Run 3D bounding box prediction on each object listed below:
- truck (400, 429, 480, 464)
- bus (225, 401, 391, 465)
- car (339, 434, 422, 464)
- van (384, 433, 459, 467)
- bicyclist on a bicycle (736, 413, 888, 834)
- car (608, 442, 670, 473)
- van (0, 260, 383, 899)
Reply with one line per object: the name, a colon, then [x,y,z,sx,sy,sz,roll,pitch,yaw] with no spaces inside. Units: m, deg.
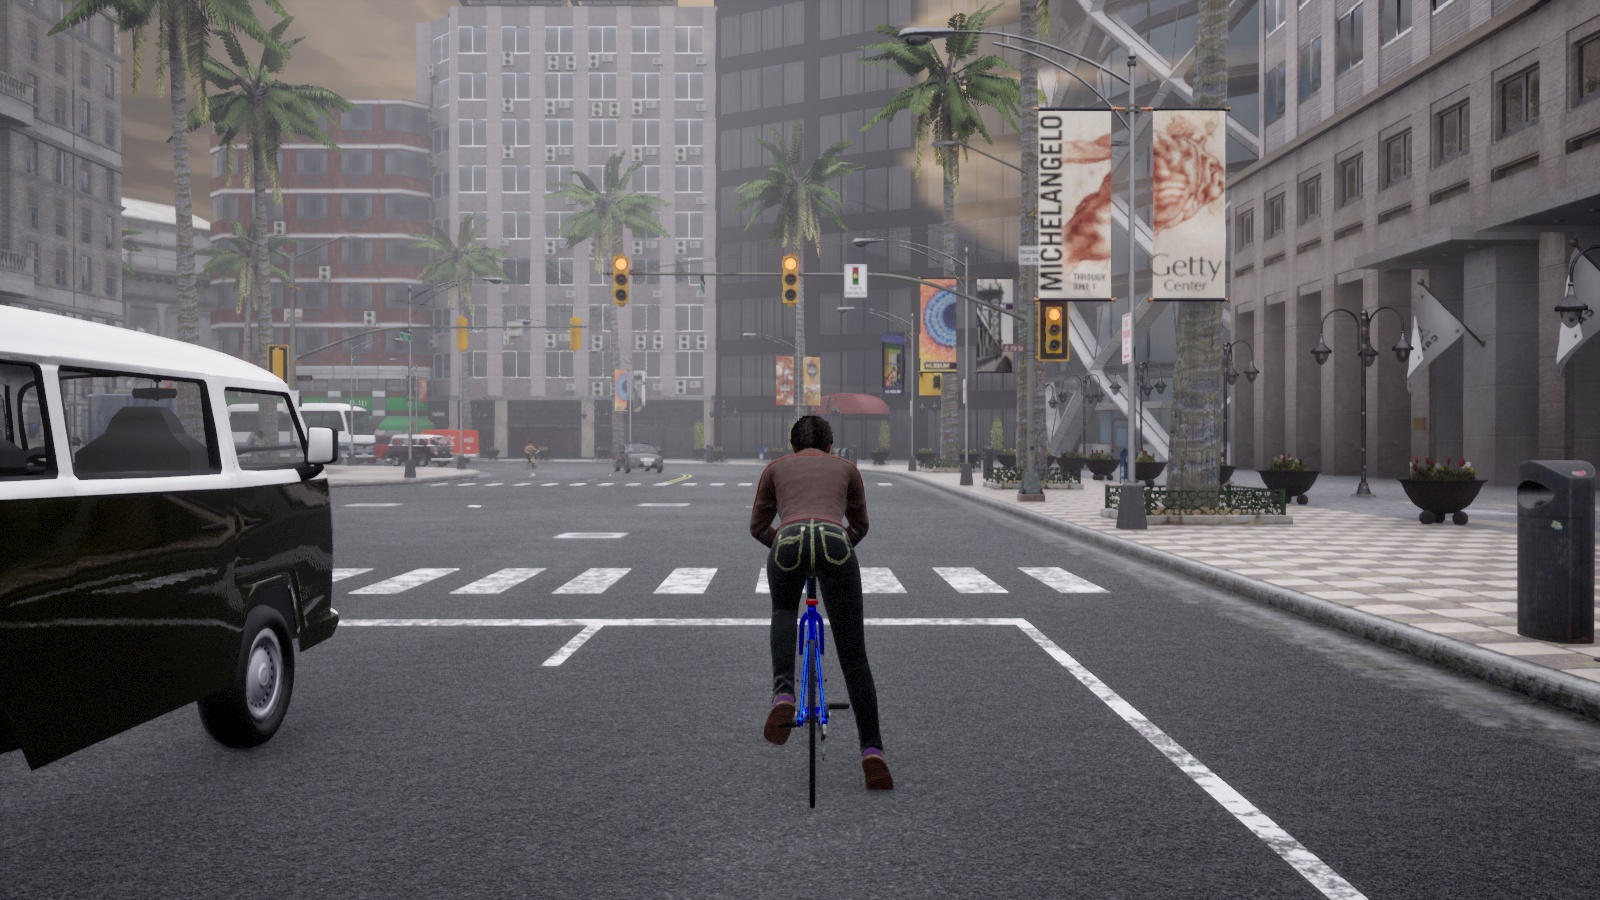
truck: [-26.214,-0.283,91.435,5.204,2.467,2.627,0,0,25]
bus: [-34.007,-1.153,86.908,10.273,4.253,3.944,0,0,14]
car: [-29.757,-0.067,89.121,5.566,2.045,2.150,0,0,22]
van: [-23.513,0.006,77.898,4.480,2.038,2.069,0,0,33]
bicyclist on a bicycle: [0.052,0.667,5.656,0.582,1.620,1.656,0,0,0]
car: [-8.065,0.339,62.516,2.128,1.511,4.902,0,0,-19]
van: [-3.447,0.439,5.000,2.069,2.038,4.480,0,0,0]
